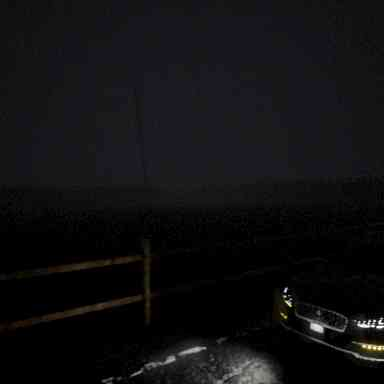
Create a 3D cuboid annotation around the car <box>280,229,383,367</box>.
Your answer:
[{"bbox_3d":[3.538,1.446,5.643,4.892,1.490,1.837,-1,0,-36],"label":"car"}]
